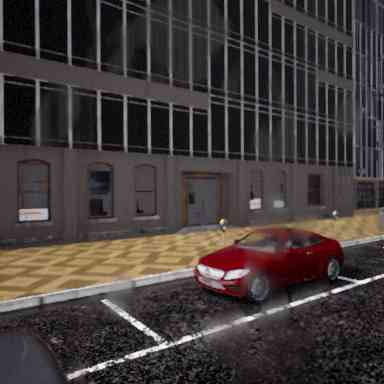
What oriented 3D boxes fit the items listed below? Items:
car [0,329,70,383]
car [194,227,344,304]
[{"bbox_3d":[-3.115,1.562,1.151,5.357,1.411,2.033,-1,0,-36],"label":"car"},{"bbox_3d":[2.004,1.535,7.999,4.206,1.307,1.802,-1,0,-36],"label":"car"}]
